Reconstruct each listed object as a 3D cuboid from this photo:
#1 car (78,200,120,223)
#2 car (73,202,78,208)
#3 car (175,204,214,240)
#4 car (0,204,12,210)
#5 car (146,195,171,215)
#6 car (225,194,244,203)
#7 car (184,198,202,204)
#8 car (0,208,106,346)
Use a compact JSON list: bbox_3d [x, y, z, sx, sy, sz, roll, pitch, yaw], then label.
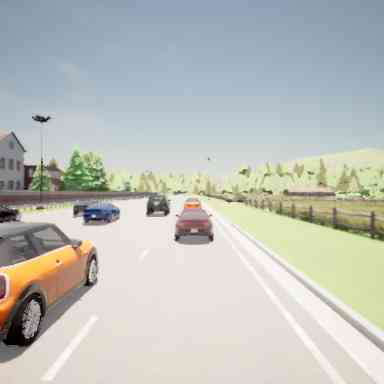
[{"bbox_3d":[-6.906,1.537,25.854,1.882,1.535,5.008,0,0,0],"label":"car"},{"bbox_3d":[-10.406,1.582,33.391,1.837,1.490,4.892,0,0,0],"label":"car"},{"bbox_3d":[0.100,1.564,17.060,1.812,1.442,4.674,0,0,0],"label":"car"},{"bbox_3d":[-13.905,1.531,23.171,1.882,1.535,5.008,0,0,0],"label":"car"},{"bbox_3d":[-3.409,1.301,34.598,2.150,2.045,5.566,0,0,0],"label":"car"},{"bbox_3d":[8.908,1.370,69.314,3.866,1.878,1.905,0,0,0],"label":"car"},{"bbox_3d":[0.092,1.441,39.688,2.097,1.767,4.553,0,0,0],"label":"car"},{"bbox_3d":[-3.402,1.367,6.540,2.097,1.767,4.553,0,0,0],"label":"car"}]
